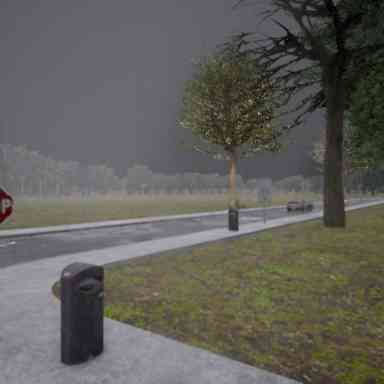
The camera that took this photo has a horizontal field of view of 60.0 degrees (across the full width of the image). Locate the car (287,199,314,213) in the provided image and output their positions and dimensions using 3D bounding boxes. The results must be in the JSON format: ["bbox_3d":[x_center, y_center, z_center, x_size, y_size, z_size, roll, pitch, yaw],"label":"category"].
[{"bbox_3d":[11.983,1.504,36.545,2.128,1.511,4.902,0,0,36],"label":"car"}]

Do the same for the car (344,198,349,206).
[{"bbox_3d":[23.169,1.545,52.123,1.812,1.442,4.674,0,0,35],"label":"car"}]
